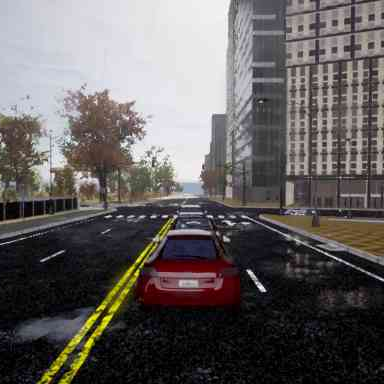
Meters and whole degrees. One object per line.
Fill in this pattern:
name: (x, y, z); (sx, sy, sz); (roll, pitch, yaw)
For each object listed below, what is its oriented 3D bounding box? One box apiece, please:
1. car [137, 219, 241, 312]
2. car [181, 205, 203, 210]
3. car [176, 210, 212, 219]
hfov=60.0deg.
car: (-0.023, 1.561, 7.795); (1.994, 1.385, 4.181); (0, 0, 1)
car: (-0.008, 1.544, 21.283); (2.033, 1.411, 5.357); (0, 0, 0)
car: (0.074, 1.597, 13.043); (1.895, 1.301, 4.718); (0, 0, 0)
